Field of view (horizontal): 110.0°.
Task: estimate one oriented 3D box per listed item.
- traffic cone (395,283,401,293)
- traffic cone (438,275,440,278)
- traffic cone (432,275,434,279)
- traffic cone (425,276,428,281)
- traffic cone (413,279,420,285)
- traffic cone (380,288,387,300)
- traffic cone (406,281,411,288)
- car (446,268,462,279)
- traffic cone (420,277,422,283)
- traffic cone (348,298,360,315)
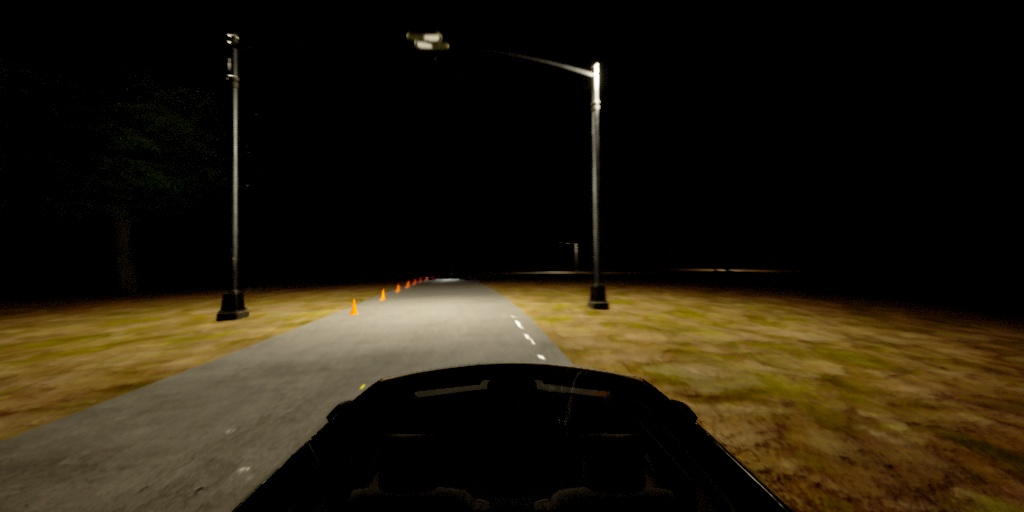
[{"bbox_3d":[-7.290,2.051,23.010,0.340,0.580,0.340,0,0,-9],"label":"traffic cone"},{"bbox_3d":[-10.807,3.010,53.175,0.340,0.580,0.340,0,0,-1],"label":"traffic cone"},{"bbox_3d":[-10.626,2.846,48.071,0.340,0.580,0.340,0,0,-3],"label":"traffic cone"},{"bbox_3d":[-10.247,2.681,42.978,0.340,0.580,0.340,0,0,-5],"label":"traffic cone"},{"bbox_3d":[-8.902,2.344,32.883,0.340,0.580,0.340,0,0,-9],"label":"traffic cone"},{"bbox_3d":[-6.498,1.935,18.098,0.340,0.580,0.340,0,0,-9],"label":"traffic cone"},{"bbox_3d":[-8.096,2.187,27.946,0.340,0.580,0.340,0,0,-9],"label":"traffic cone"},{"bbox_3d":[-8.469,2.498,52.280,2.128,1.511,4.902,0,-2,-1],"label":"car"},{"bbox_3d":[-9.668,2.513,37.903,0.340,0.580,0.340,0,0,-8],"label":"traffic cone"},{"bbox_3d":[-5.813,1.849,13.214,0.340,0.580,0.340,0,0,-7],"label":"traffic cone"}]
